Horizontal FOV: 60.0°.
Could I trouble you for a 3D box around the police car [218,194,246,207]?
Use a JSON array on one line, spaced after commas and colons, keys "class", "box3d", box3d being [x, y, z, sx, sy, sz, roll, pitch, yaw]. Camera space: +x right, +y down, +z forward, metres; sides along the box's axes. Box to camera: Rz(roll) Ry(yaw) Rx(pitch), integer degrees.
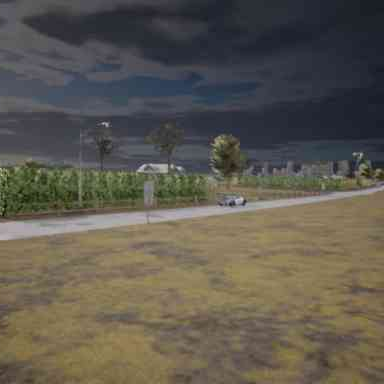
[{"class": "police car", "box3d": [5.274, 1.108, 43.879, 2.038, 1.542, 4.974, 3, 2, 36]}]
